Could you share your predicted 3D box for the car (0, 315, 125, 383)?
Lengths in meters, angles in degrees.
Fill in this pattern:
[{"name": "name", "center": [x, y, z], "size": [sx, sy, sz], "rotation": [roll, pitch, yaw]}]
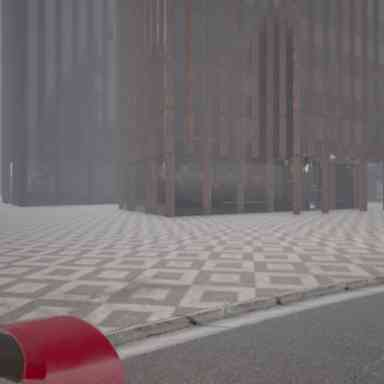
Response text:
[{"name": "car", "center": [-2.682, 1.486, 1.257], "size": [5.008, 1.535, 1.882], "rotation": [0, 0, -35]}]
